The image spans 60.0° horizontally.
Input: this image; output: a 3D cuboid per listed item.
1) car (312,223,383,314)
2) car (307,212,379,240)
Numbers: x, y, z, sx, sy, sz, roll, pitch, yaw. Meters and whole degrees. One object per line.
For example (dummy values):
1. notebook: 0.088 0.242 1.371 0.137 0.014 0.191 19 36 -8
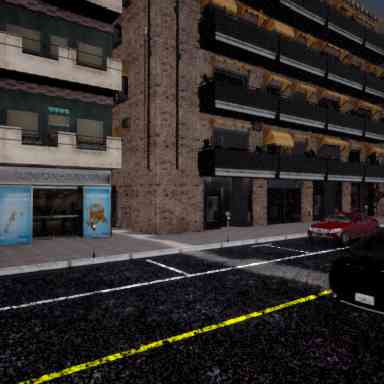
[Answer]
1. car: 4.796 1.505 6.853 4.892 1.490 1.837 0 0 -35
2. car: 7.172 1.583 15.538 4.206 1.307 1.802 0 0 -35
